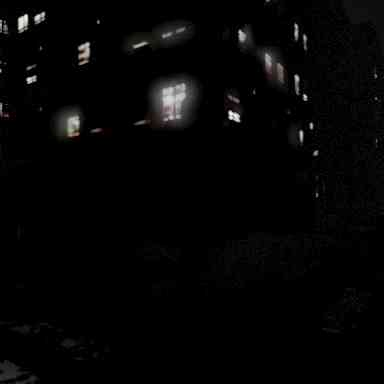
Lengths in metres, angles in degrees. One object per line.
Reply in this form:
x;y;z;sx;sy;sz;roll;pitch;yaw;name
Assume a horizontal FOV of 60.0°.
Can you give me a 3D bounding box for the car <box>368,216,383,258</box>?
7.053;1.346;11.030;2.008;1.369;4.403;0;1;35;car
